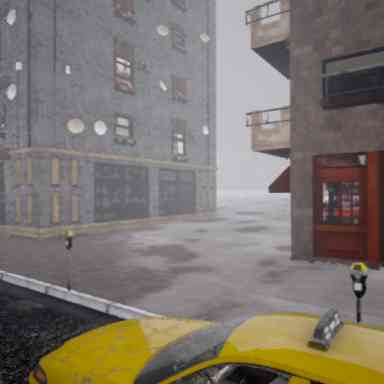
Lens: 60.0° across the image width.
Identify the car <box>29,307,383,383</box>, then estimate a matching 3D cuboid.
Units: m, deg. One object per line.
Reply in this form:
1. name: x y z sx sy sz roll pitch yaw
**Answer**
1. car: 0.688 1.523 2.389 4.829 1.417 1.752 0 0 35
